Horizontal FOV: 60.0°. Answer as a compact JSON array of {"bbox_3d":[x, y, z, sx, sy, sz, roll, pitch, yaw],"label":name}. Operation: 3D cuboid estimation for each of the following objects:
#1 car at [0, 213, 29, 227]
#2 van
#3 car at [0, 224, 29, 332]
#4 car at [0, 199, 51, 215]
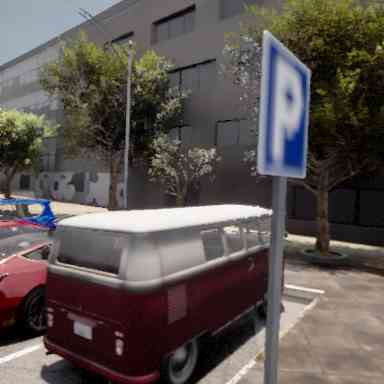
[{"bbox_3d":[-4.569,1.480,8.540,2.097,1.535,5.008,-1,-1,35],"label":"car"},{"bbox_3d":[0.073,1.233,5.374,1.878,1.987,4.442,0,0,35],"label":"van"},{"bbox_3d":[-2.246,1.488,6.920,2.163,1.488,4.792,0,0,35],"label":"car"},{"bbox_3d":[-6.814,1.266,10.107,2.435,2.045,5.566,-1,-1,35],"label":"car"}]
